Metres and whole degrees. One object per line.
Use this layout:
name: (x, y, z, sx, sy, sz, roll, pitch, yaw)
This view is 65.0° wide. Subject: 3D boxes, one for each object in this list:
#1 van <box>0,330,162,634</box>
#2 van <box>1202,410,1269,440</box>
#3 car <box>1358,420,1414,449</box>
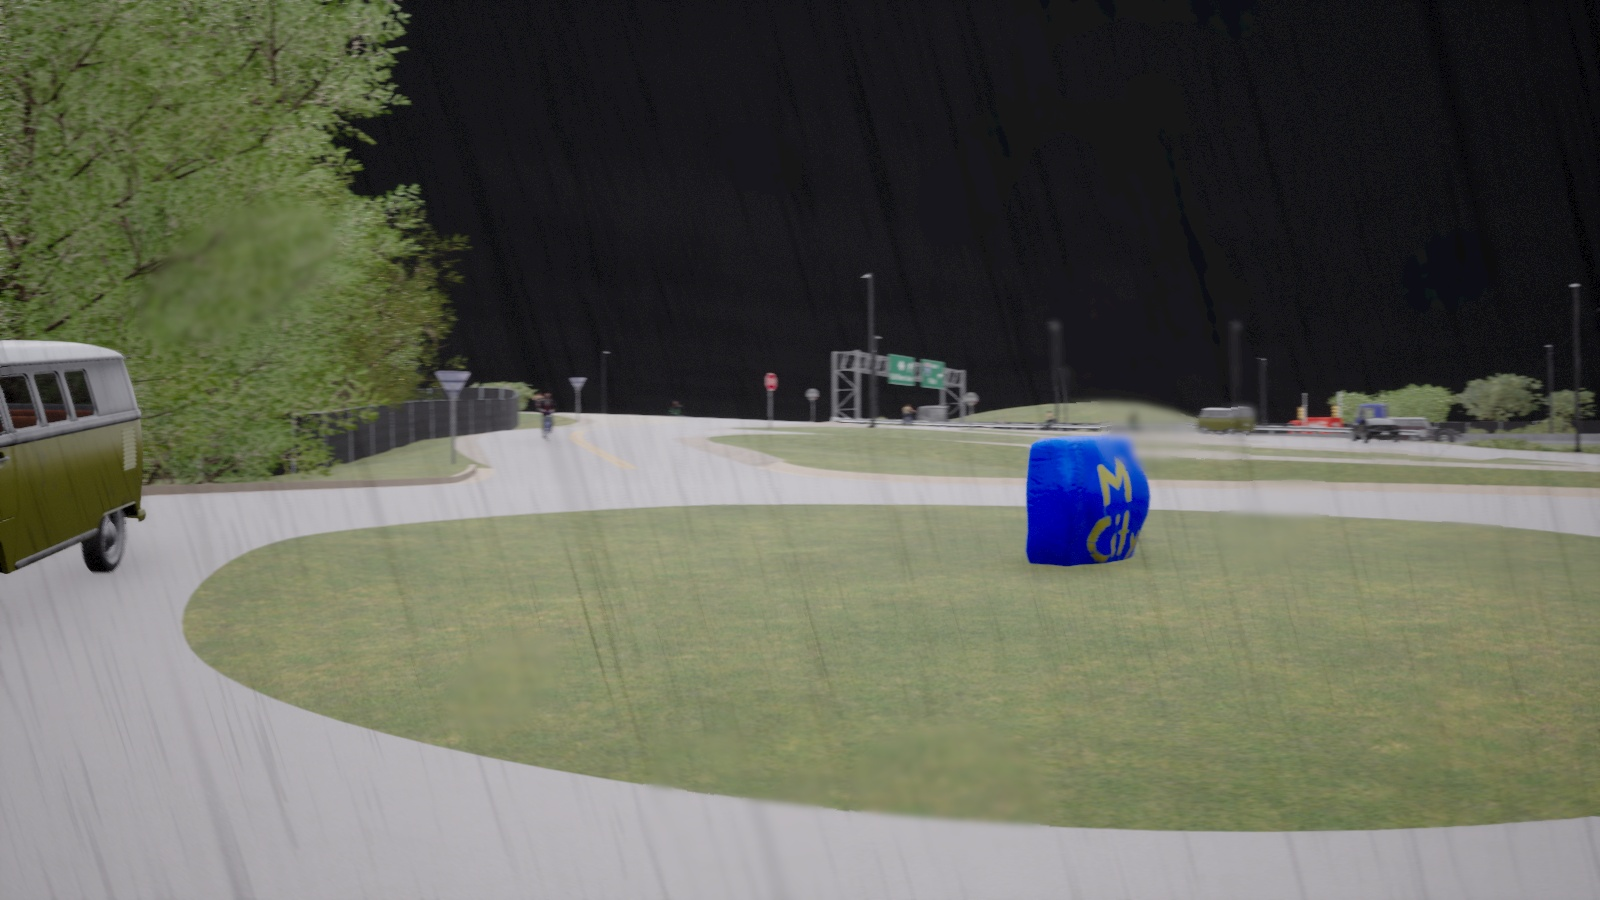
van: (-6.460, 0.114, 9.443, 1.775, 1.987, 4.442, 1, 5, -11)
van: (31.195, -1.807, 90.060, 1.775, 1.987, 4.442, 1, 2, -27)
car: (34.759, -0.959, 74.616, 1.882, 1.535, 5.008, 1, 2, 11)
